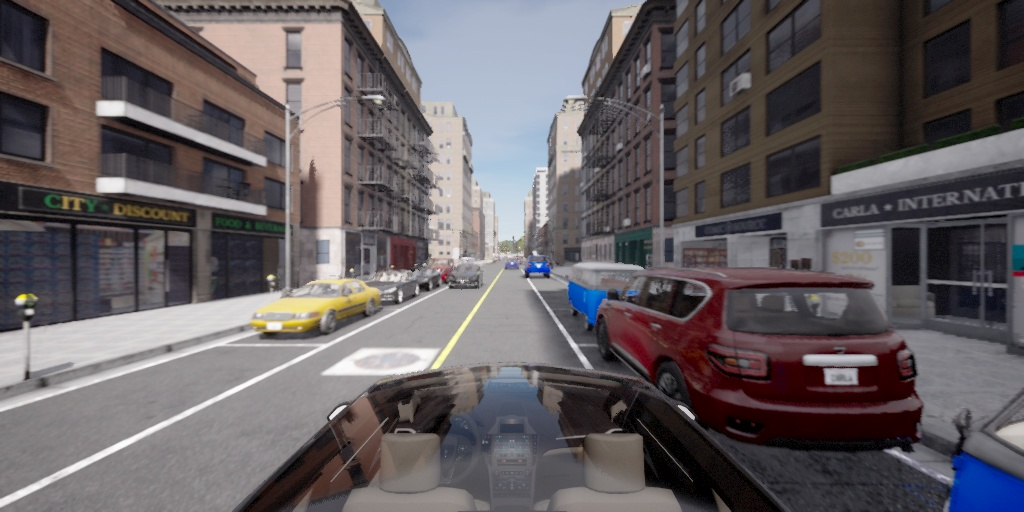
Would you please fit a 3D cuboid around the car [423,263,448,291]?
[{"bbox_3d":[-5.388,1.310,21.535,1.948,1.339,4.313,0,0,0],"label":"car"}]

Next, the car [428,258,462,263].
[{"bbox_3d":[-5.384,1.058,26.941,2.192,1.841,5.009,0,0,0],"label":"car"}]

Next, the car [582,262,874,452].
[{"bbox_3d":[2.687,1.064,5.315,2.192,1.841,5.009,0,0,0],"label":"car"}]

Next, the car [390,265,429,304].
[{"bbox_3d":[-5.392,1.296,16.129,2.007,1.370,4.403,0,0,0],"label":"car"}]

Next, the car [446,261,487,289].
[{"bbox_3d":[-2.839,1.249,23.018,1.837,1.490,4.892,0,0,0],"label":"car"}]

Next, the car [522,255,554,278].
[{"bbox_3d":[2.282,0.970,33.263,2.150,2.045,5.566,0,0,0],"label":"car"}]

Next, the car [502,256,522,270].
[{"bbox_3d":[0.028,1.089,52.758,2.097,1.767,4.553,0,0,0],"label":"car"}]

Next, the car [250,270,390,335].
[{"bbox_3d":[-5.395,1.273,10.553,1.751,1.417,4.829,0,0,0],"label":"car"}]

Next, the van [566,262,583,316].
[{"bbox_3d":[2.684,1.088,10.721,1.690,1.789,3.998,0,0,0],"label":"van"}]

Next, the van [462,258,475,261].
[{"bbox_3d":[-5.373,1.080,43.160,1.690,1.789,3.998,0,0,0],"label":"van"}]
